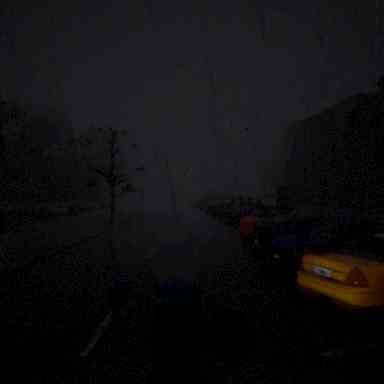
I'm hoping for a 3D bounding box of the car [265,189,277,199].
[{"bbox_3d":[16.850,0.788,70.650,2.002,1.452,4.674,-6,3,-31],"label":"car"}]

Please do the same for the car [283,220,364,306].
[{"bbox_3d":[4.901,1.544,7.278,5.366,1.575,1.946,1,-1,-21],"label":"car"}]

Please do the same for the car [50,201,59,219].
[{"bbox_3d":[-14.087,1.634,28.570,4.553,1.767,2.185,-1,-1,-22],"label":"car"}]

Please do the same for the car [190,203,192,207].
[{"bbox_3d":[2.657,1.791,52.464,4.553,1.767,2.185,1,0,-25],"label":"car"}]

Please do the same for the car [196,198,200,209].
[{"bbox_3d":[3.361,1.881,43.421,4.674,1.452,2.002,1,-1,-24],"label":"car"}]

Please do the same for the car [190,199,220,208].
[{"bbox_3d":[2.228,2.001,58.436,4.792,1.488,2.163,1,-1,-26],"label":"car"}]

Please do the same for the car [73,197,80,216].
[{"bbox_3d":[-14.343,1.685,34.502,4.553,1.767,2.185,-1,0,-23],"label":"car"}]

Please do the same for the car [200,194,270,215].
[{"bbox_3d":[4.081,1.490,31.344,5.566,2.045,2.435,1,0,-23],"label":"car"}]

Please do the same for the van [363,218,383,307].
[{"bbox_3d":[4.639,1.292,4.152,4.442,1.987,1.878,1,0,-20],"label":"van"}]

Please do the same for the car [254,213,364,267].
[{"bbox_3d":[4.713,1.569,10.221,5.008,1.535,2.097,1,0,-21],"label":"car"}]

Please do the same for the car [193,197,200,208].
[{"bbox_3d":[3.145,1.867,46.431,4.892,1.521,2.231,1,0,-25],"label":"car"}]

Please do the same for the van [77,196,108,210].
[{"bbox_3d":[-15.641,1.742,52.257,4.442,1.987,1.878,-1,-1,-25],"label":"van"}]

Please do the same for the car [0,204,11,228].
[{"bbox_3d":[-13.741,1.710,19.681,4.792,1.488,2.163,-1,0,-22],"label":"car"}]

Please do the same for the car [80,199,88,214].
[{"bbox_3d":[-14.551,1.877,37.446,4.674,1.452,2.002,-1,0,-24],"label":"car"}]

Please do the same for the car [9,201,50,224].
[{"bbox_3d":[-13.915,1.732,25.618,5.008,1.535,2.097,-1,0,-22],"label":"car"}]

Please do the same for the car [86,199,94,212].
[{"bbox_3d":[-14.756,1.904,40.400,4.674,1.452,2.002,-1,0,-24],"label":"car"}]

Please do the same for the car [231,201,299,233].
[{"bbox_3d":[4.591,1.493,16.259,4.553,1.767,2.185,1,-1,-21],"label":"car"}]

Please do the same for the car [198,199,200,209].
[{"bbox_3d":[3.579,1.857,40.404,4.674,1.452,2.002,1,0,-24],"label":"car"}]

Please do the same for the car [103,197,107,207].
[{"bbox_3d":[-15.440,1.817,49.269,4.553,1.767,2.185,-1,0,-25],"label":"car"}]

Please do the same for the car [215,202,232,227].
[{"bbox_3d":[4.458,1.668,22.304,5.008,1.535,2.097,1,-1,-22],"label":"car"}]

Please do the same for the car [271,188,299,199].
[{"bbox_3d":[19.796,0.213,71.177,2.435,2.045,5.566,-6,3,-30],"label":"car"}]

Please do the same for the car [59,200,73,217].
[{"bbox_3d":[-14.374,1.784,31.459,5.366,1.575,1.946,-1,0,-23],"label":"car"}]

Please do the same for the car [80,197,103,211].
[{"bbox_3d":[-14.813,1.885,43.434,5.366,1.575,1.946,-1,-1,-24],"label":"car"}]

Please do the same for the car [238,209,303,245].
[{"bbox_3d":[4.654,1.595,13.239,4.892,1.521,2.231,1,-1,-21],"label":"car"}]

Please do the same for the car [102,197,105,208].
[{"bbox_3d":[-15.384,1.915,46.227,5.366,1.575,1.946,-1,0,-24],"label":"car"}]

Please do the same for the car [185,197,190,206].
[{"bbox_3d":[2.176,1.935,55.377,5.366,1.575,1.946,1,0,-26],"label":"car"}]

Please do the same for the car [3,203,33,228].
[{"bbox_3d":[-13.780,1.735,22.676,4.792,1.488,2.163,-1,-1,-22],"label":"car"}]

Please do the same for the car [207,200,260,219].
[{"bbox_3d":[4.246,1.718,28.338,5.008,1.535,2.097,1,0,-23],"label":"car"}]
